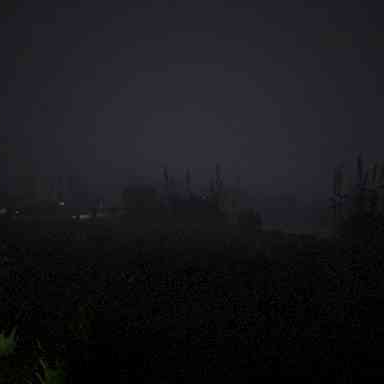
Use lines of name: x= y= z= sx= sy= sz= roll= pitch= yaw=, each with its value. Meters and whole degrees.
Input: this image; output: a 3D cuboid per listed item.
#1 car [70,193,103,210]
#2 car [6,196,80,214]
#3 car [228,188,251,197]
car: x=-10.527 y=0.961 z=30.377 sx=2.097 sy=1.767 sz=4.553 roll=0 pitch=3 yaw=40
car: x=-10.972 y=1.378 z=24.232 sx=1.812 sy=1.442 sz=4.674 roll=0 pitch=3 yaw=40
car: x=5.744 y=0.563 z=42.630 sx=2.150 sy=2.045 sz=5.566 roll=0 pitch=-1 yaw=43
